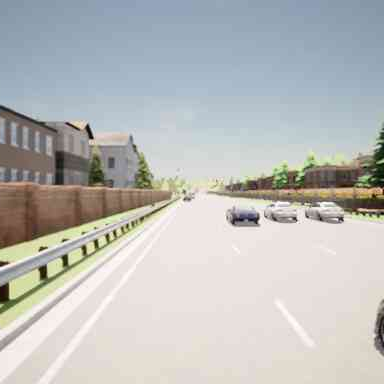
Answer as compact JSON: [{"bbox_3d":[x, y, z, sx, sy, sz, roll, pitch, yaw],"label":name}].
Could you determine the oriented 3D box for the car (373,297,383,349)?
[{"bbox_3d":[3.600,1.565,3.080,1.994,1.385,4.181,0,0,0],"label":"car"}]

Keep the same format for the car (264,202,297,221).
[{"bbox_3d":[7.087,1.531,26.848,1.812,1.442,4.674,0,0,0],"label":"car"}]

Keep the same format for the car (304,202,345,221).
[{"bbox_3d":[10.587,1.531,26.788,1.812,1.442,4.674,0,0,0],"label":"car"}]

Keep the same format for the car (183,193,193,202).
[{"bbox_3d":[-1.224,1.544,80.336,1.812,1.442,4.674,0,0,0],"label":"car"}]

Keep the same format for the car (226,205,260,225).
[{"bbox_3d":[3.601,1.606,24.259,1.895,1.301,4.718,0,0,0],"label":"car"}]
